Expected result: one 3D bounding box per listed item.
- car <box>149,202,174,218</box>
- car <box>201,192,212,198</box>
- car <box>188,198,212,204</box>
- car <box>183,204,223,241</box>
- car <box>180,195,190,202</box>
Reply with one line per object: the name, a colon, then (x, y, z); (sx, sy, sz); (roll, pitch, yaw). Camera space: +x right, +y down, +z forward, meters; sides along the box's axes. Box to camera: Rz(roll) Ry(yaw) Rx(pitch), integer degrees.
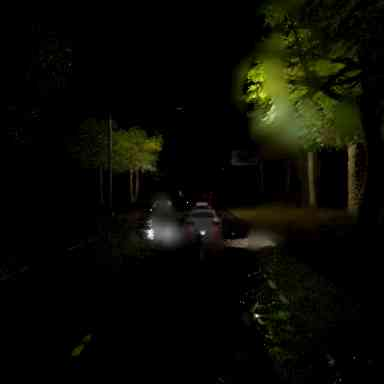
car: (-2.764, 1.618, 30.844); (1.895, 1.301, 4.718); (0, 0, 2)
car: (3.171, 1.072, 70.981); (2.150, 2.045, 5.566); (0, 0, 2)
car: (0.966, 1.562, 32.012); (1.994, 1.385, 4.181); (0, 0, 2)
car: (0.547, 1.559, 16.889); (1.812, 1.442, 4.674); (0, 0, 2)
car: (-1.508, 1.404, 72.645); (2.033, 1.411, 5.357); (0, 0, 2)
